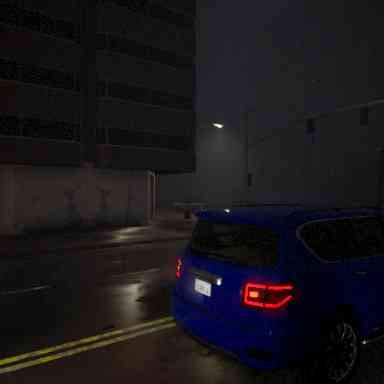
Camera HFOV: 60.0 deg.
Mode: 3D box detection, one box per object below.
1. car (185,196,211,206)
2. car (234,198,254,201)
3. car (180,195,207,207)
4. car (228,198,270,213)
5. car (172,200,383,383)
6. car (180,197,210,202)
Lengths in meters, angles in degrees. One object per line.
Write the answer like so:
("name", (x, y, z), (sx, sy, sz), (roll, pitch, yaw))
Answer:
("car", (1.007, 1.478, 57.819), (1.882, 1.535, 5.008), (0, 0, -36))
("car", (5.519, 1.547, 33.615), (2.033, 1.411, 5.357), (0, 0, -31))
("car", (0.165, 1.352, 53.030), (2.097, 1.767, 4.553), (0, 0, -36))
("car", (6.449, 1.505, 38.186), (1.837, 1.490, 4.892), (0, 0, -36))
("car", (2.328, 1.221, 5.469), (5.566, 2.045, 2.150), (0, 0, -35))
("car", (-0.176, 1.601, 41.327), (1.895, 1.301, 4.718), (0, 0, -36))
